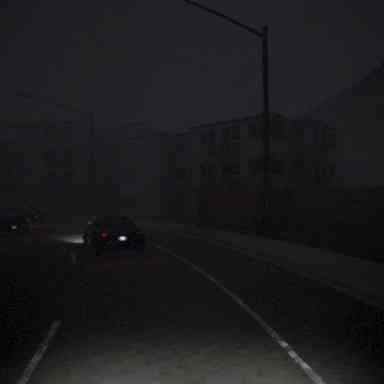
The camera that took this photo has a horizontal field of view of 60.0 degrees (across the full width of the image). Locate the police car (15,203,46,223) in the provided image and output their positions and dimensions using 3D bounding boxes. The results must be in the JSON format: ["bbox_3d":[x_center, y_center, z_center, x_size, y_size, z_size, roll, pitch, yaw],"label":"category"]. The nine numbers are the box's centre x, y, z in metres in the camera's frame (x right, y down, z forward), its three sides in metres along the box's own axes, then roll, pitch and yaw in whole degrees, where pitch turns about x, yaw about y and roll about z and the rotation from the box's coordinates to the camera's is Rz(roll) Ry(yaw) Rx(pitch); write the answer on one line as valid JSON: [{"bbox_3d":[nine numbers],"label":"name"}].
[{"bbox_3d":[-13.960,1.733,27.276,5.238,1.638,1.930,-1,-1,39],"label":"police car"}]

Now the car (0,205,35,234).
[{"bbox_3d":[-11.197,1.760,19.996,1.812,1.442,4.674,0,-1,-39],"label":"car"}]

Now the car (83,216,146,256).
[{"bbox_3d":[-3.346,1.689,14.008,1.994,1.385,4.181,0,0,-24],"label":"car"}]
